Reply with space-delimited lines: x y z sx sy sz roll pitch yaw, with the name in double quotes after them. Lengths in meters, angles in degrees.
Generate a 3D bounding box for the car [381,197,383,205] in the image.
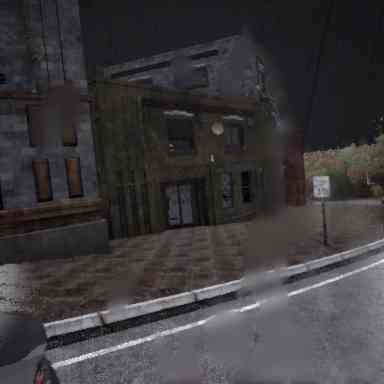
26.855 1.010 44.305 1.994 1.385 4.181 -5 -2 10 "car"

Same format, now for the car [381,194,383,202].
31.342 0.861 51.153 1.895 1.301 4.718 -5 -1 2 "car"

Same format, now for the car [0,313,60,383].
-3.205 1.508 1.482 4.892 1.490 1.837 0 0 -36 "car"
